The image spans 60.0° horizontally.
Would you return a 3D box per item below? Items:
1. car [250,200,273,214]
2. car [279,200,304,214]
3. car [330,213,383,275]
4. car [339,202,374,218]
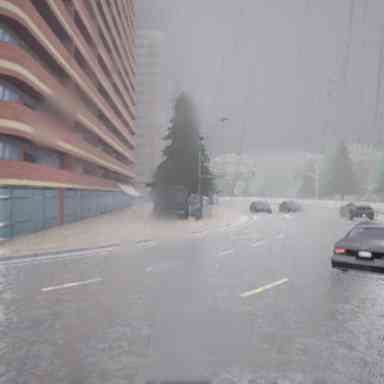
[{"bbox_3d":[7.810,1.708,37.833,1.837,1.490,4.892,0,0,0],"label":"car"},{"bbox_3d":[11.302,1.697,37.978,1.837,1.490,4.892,0,0,0],"label":"car"},{"bbox_3d":[5.857,1.591,10.168,2.033,1.411,5.357,0,0,39],"label":"car"},{"bbox_3d":[14.251,1.632,28.993,1.837,1.490,4.892,0,0,11],"label":"car"}]
